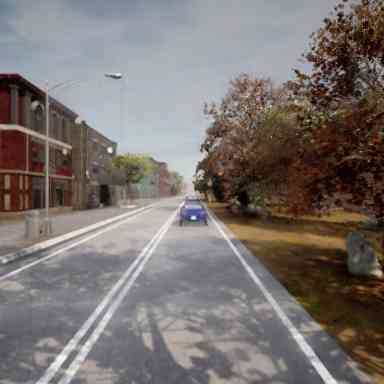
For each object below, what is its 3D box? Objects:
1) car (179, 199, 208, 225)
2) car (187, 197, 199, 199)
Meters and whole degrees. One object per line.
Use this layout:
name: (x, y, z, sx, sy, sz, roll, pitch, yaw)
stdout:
car: (0.098, 1.421, 22.898, 1.812, 1.442, 4.674, 0, 0, 0)
car: (0.097, 1.299, 41.455, 2.128, 1.511, 4.902, 0, 0, 0)
